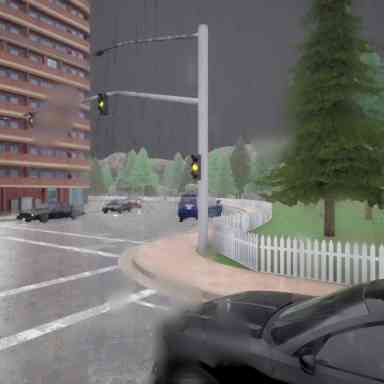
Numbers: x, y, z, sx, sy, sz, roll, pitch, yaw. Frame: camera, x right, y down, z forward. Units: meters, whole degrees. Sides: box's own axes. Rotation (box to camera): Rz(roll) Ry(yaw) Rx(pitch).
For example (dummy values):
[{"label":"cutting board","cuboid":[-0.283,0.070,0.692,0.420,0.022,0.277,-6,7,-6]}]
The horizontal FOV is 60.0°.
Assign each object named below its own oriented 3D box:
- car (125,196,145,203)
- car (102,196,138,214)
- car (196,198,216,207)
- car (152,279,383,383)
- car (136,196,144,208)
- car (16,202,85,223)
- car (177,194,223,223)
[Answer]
[{"label":"car","cuboid":[-11.785,1.470,68.730,4.674,1.442,1.812,0,0,44]},{"label":"car","cuboid":[-7.802,1.492,35.393,2.033,1.411,5.357,0,0,7]},{"label":"car","cuboid":[2.029,1.545,49.908,1.895,1.301,4.718,0,0,-12]},{"label":"car","cuboid":[1.890,1.478,2.641,5.008,1.535,1.882,0,0,36]},{"label":"car","cuboid":[-8.100,1.296,45.690,2.097,1.767,4.553,0,0,-11]},{"label":"car","cuboid":[-10.623,1.492,25.575,2.033,1.411,5.357,0,0,24]},{"label":"car","cuboid":[0.711,1.166,25.081,2.150,2.045,5.566,0,0,20]}]
